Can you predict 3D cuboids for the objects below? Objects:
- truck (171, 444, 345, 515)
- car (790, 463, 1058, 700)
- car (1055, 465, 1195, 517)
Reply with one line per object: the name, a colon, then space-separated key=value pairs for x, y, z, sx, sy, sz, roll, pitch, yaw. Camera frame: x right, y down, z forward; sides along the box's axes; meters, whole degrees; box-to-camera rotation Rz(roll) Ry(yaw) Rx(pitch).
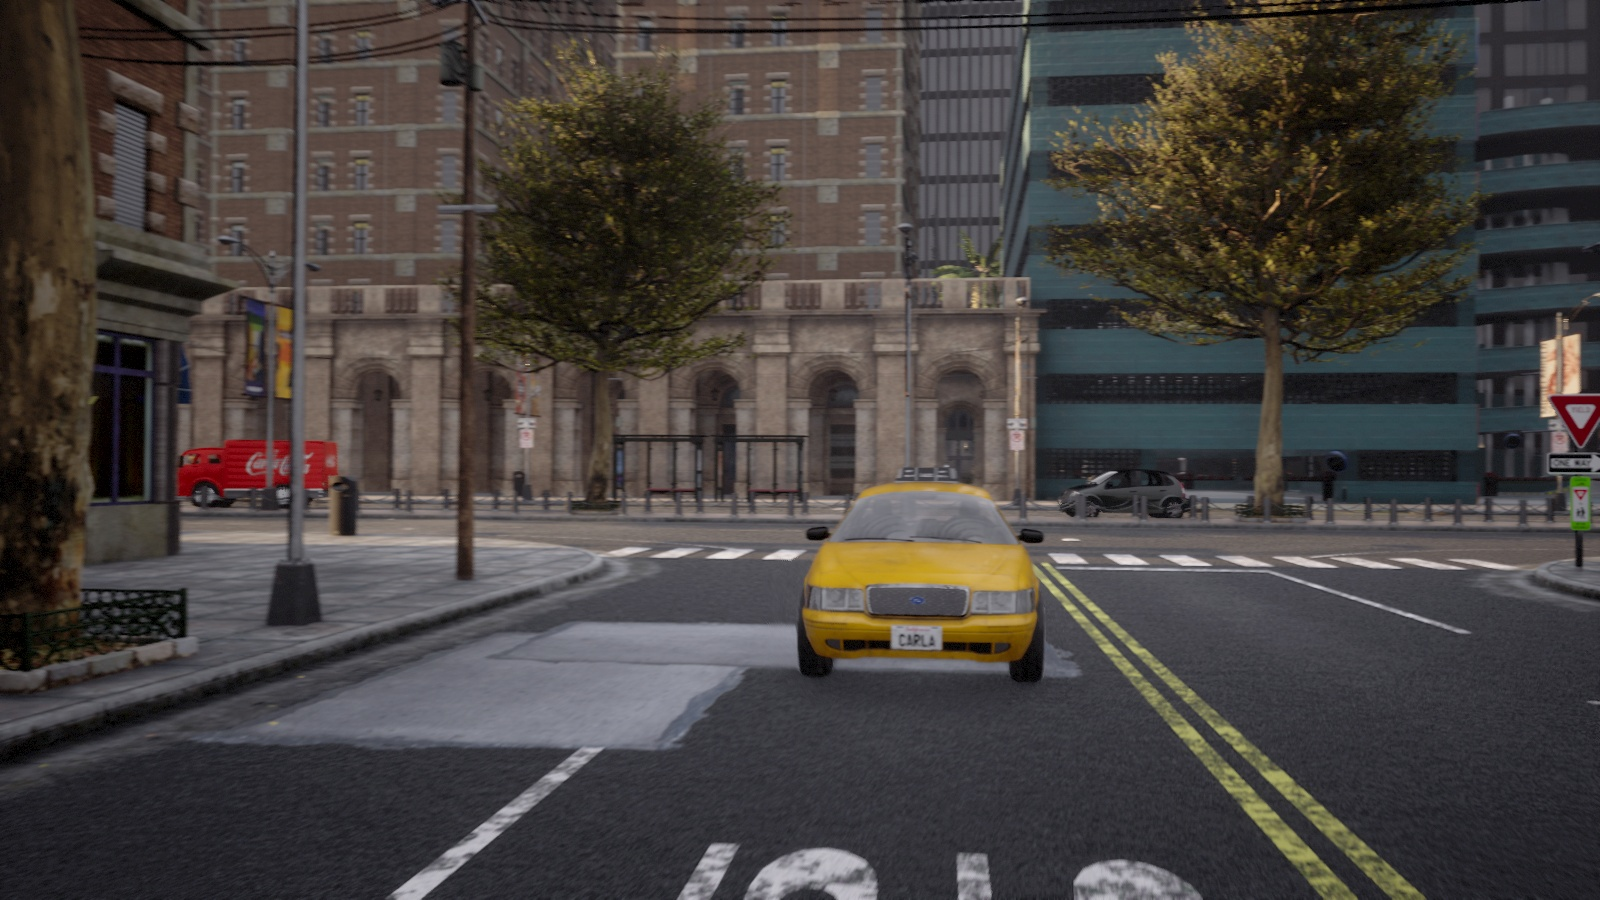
truck: x=-19.367 y=1.032 z=45.166 sx=5.204 sy=2.467 sz=2.627 roll=0 pitch=-1 yaw=-7
car: x=1.157 y=0.915 z=11.160 sx=1.801 sy=1.575 sz=5.366 roll=0 pitch=-1 yaw=7
car: x=10.381 y=1.295 z=40.283 sx=3.988 sy=1.617 sz=1.851 roll=0 pitch=-1 yaw=-3
